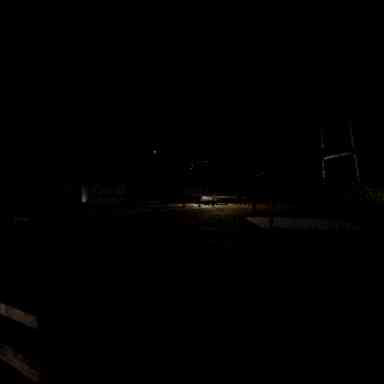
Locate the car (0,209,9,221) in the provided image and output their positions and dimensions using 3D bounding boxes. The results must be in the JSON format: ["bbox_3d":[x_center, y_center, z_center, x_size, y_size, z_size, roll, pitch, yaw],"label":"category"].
[{"bbox_3d":[-17.025,1.668,25.875,1.895,1.301,4.718,2,1,35],"label":"car"}]

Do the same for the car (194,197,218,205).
[{"bbox_3d":[2.498,1.512,58.079,2.033,1.411,5.357,2,1,35],"label":"car"}]
